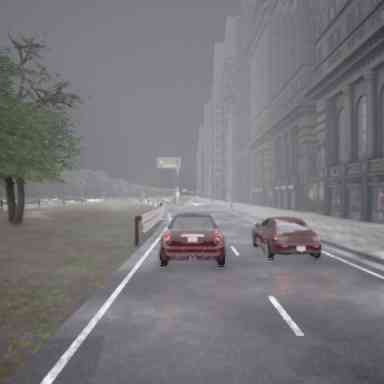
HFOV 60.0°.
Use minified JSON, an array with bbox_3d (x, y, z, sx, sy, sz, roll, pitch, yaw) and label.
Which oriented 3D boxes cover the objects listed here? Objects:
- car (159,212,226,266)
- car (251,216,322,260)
[{"bbox_3d":[0.040,1.494,12.267,2.097,1.767,4.553,0,-1,1],"label":"car"},{"bbox_3d":[3.546,1.676,13.031,1.812,1.442,4.674,0,0,1],"label":"car"}]
